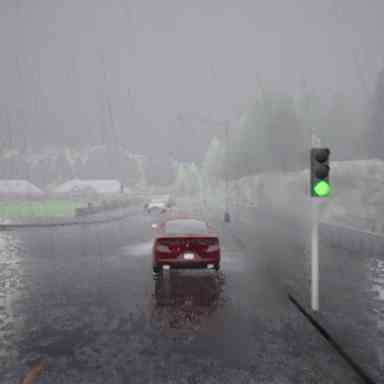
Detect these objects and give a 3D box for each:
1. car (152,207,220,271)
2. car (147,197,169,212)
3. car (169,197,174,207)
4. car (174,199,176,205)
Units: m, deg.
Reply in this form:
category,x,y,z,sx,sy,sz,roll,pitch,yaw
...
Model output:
category,x,y,z,sx,sy,sz,roll,pitch,yaw
car,-0.310,1.503,11.070,1.882,1.535,5.008,0,0,-5
car,-4.095,1.617,39.617,1.812,1.442,4.674,0,0,0
car,-4.081,1.640,49.536,1.812,1.442,4.674,0,0,1
car,-4.001,1.642,59.701,1.837,1.490,4.892,0,0,0
